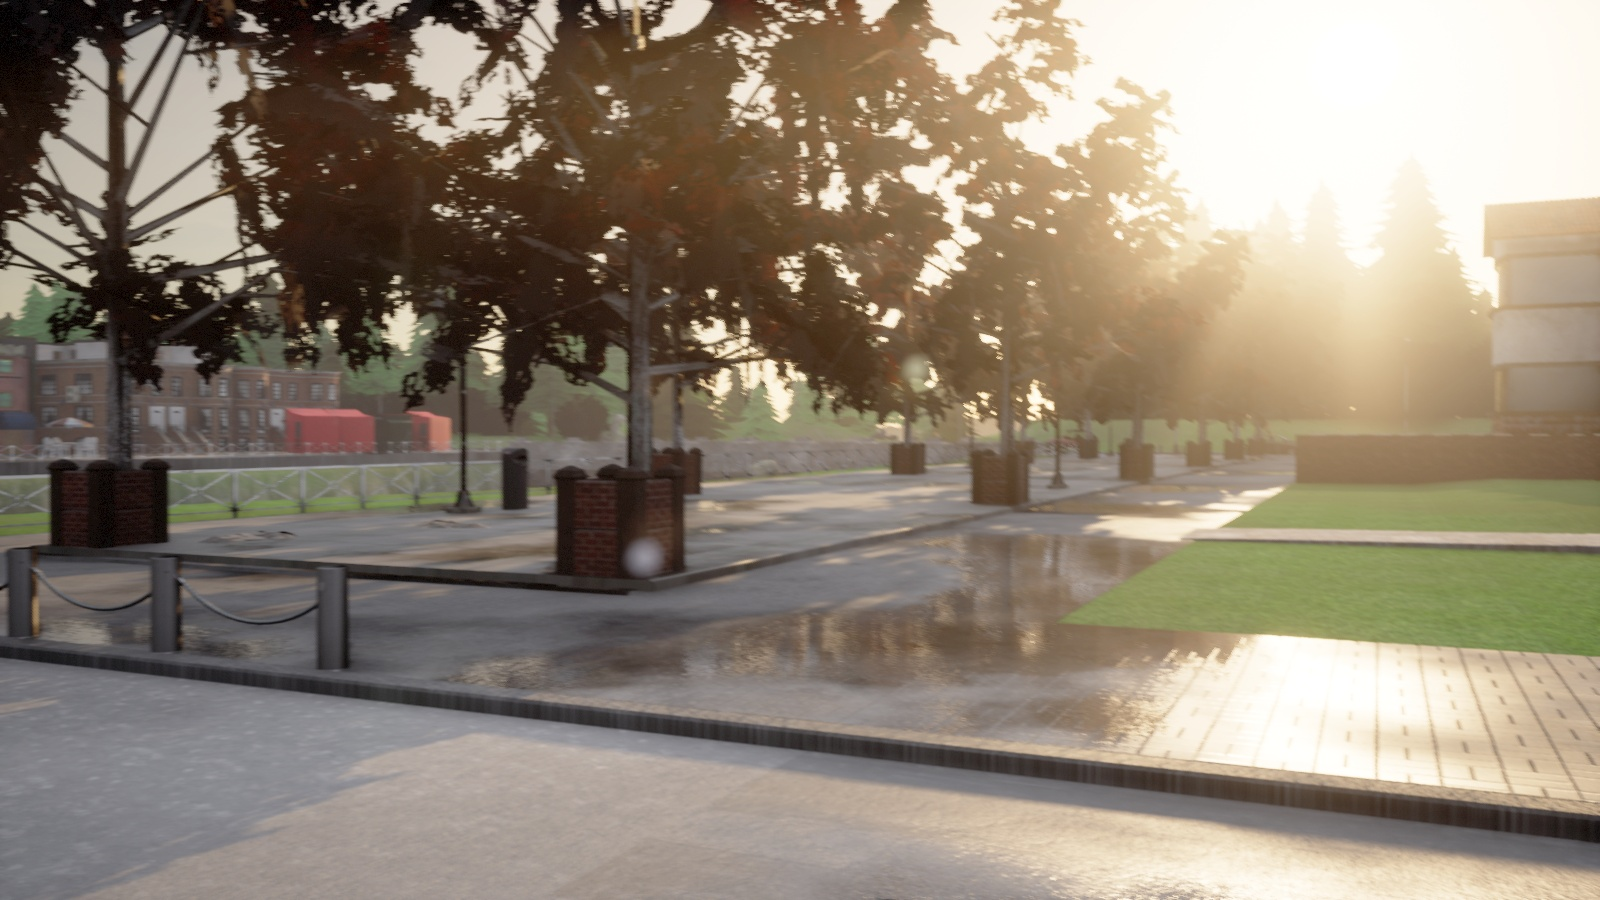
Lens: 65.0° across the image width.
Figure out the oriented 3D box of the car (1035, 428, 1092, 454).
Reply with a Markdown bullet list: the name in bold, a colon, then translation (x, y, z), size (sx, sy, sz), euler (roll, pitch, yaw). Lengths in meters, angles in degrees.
- **car**: translation (19.787, -0.686, 94.339), size (3.866, 1.878, 1.905), euler (1, 1, 25)

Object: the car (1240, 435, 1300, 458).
- **car**: translation (31.624, -0.255, 84.549), size (3.633, 1.501, 1.845), euler (1, 1, 25)
